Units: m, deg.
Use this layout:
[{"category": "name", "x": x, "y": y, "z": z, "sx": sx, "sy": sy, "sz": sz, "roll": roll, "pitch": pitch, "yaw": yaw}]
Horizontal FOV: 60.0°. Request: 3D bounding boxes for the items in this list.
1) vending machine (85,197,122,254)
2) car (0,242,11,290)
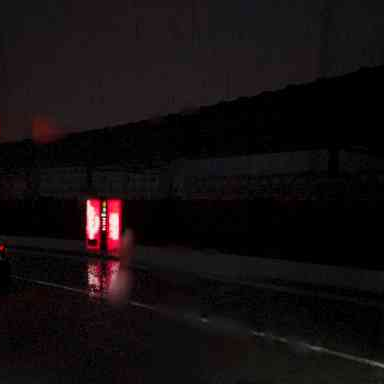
[{"category": "vending machine", "x": -3.442, "y": 1.263, "z": 13.003, "sx": 0.880, "sy": 2.100, "sz": 1.100, "roll": 0, "pitch": -1, "yaw": 30}, {"category": "car", "x": -6.383, "y": 1.417, "z": 7.781, "sx": 4.553, "sy": 1.767, "sz": 2.097, "roll": -1, "pitch": 0, "yaw": 31}]
